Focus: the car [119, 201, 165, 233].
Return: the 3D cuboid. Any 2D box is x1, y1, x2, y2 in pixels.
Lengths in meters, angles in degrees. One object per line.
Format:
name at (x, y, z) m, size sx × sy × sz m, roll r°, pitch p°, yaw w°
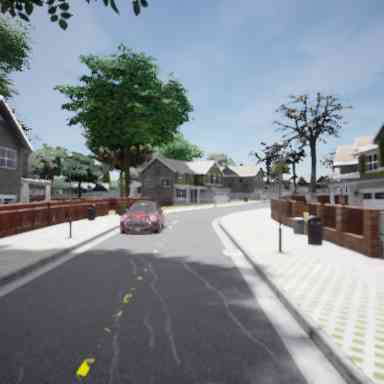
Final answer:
car at (-2.793, 1.360, 19.481) m, size 2.097 × 1.767 × 4.553 m, roll 0°, pitch 0°, yaw 1°
